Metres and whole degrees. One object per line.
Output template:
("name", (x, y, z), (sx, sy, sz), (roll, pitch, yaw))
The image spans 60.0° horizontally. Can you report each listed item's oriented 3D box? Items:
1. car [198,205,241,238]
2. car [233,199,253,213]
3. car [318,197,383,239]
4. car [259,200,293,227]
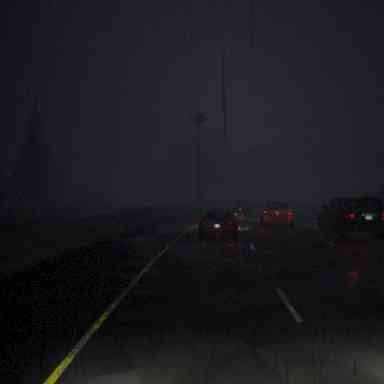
("car", (1.485, 1.613, 17.984), (1.994, 1.385, 4.181), (0, 0, 7))
("car", (5.982, 1.616, 39.085), (1.837, 1.490, 4.892), (0, 0, 16))
("car", (8.489, 1.286, 17.933), (2.150, 2.045, 5.566), (0, 0, 8))
("car", (5.979, 1.425, 23.979), (2.097, 1.767, 4.553), (0, 0, 10))
